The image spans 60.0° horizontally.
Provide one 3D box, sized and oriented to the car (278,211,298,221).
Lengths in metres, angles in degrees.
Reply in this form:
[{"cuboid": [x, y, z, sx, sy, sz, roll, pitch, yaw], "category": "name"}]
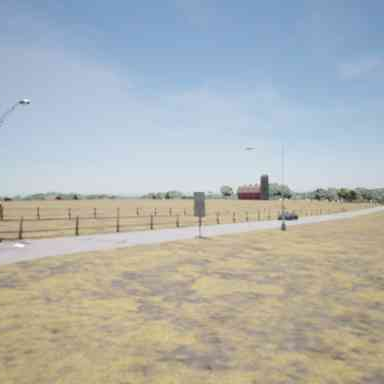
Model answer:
[{"cuboid": [14.390, 3.564, 49.752, 1.994, 1.385, 4.181, -1, -3, 35], "category": "car"}]
